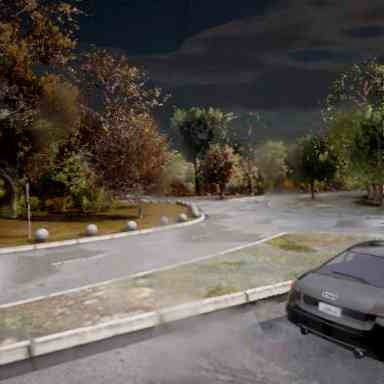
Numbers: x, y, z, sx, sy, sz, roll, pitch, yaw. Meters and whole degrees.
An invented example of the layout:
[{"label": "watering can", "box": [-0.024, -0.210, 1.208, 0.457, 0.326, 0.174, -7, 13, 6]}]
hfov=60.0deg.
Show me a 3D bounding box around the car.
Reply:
[{"label": "car", "box": [3.548, 1.541, 5.593, 4.181, 1.385, 1.994, -1, 1, -33]}]
